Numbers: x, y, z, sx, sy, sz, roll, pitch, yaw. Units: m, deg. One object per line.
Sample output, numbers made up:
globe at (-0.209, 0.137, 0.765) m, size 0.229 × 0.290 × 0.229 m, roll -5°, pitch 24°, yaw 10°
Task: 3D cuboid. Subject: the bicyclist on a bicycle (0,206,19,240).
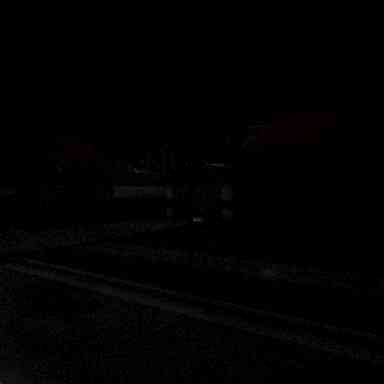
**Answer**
bicyclist on a bicycle at (-7.930, 1.230, 13.634) m, size 0.582 × 1.620 × 1.656 m, roll 0°, pitch 0°, yaw 35°
